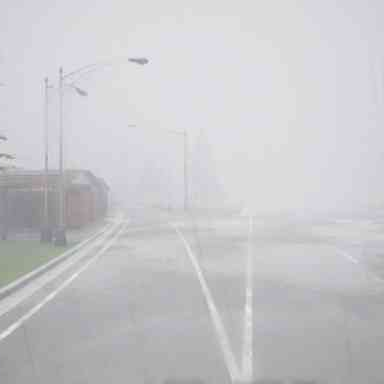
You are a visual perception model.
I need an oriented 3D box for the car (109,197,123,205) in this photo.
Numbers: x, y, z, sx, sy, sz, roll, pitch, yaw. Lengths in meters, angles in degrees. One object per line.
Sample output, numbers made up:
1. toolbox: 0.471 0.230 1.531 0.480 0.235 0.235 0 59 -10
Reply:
1. car: -16.922 2.206 75.533 1.882 1.535 5.008 0 -1 -23
